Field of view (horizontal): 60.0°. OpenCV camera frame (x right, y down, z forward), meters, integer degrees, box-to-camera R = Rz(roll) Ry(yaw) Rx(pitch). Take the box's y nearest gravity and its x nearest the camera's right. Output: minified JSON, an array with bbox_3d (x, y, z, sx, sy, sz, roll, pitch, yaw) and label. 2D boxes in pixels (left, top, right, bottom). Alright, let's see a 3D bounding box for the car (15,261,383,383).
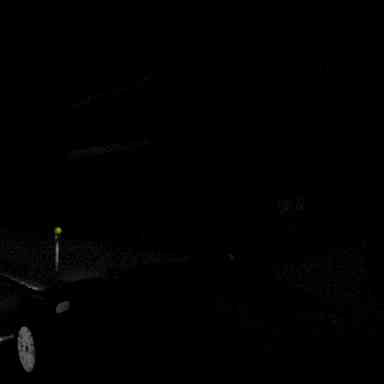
[{"bbox_3d":[-0.246,1.546,3.747,5.008,1.535,1.882,0,-1,42],"label":"car"}]
